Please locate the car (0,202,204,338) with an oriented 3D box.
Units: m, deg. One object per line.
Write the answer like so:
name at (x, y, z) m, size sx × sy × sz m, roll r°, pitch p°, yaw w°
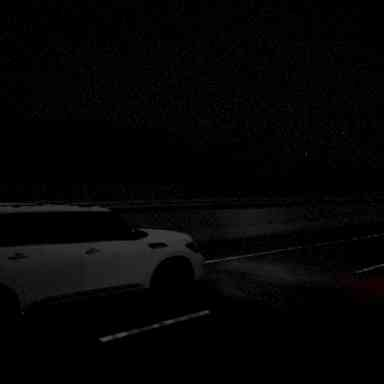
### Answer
car at (-2.385, 1.221, 6.467) m, size 5.566 × 2.045 × 2.150 m, roll 0°, pitch 0°, yaw -36°
